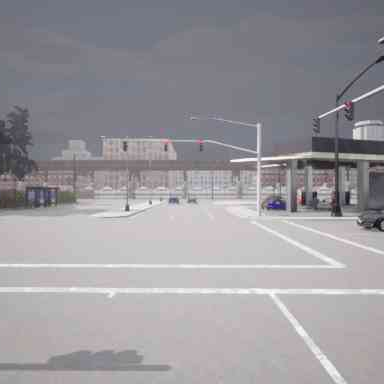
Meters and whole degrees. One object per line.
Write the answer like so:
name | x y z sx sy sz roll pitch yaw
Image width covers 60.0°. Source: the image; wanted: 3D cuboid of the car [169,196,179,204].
car | -3.490 1.478 64.424 1.882 1.535 5.008 0 0 0

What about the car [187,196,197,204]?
car | 0.010 1.547 64.423 2.033 1.411 5.357 0 0 0

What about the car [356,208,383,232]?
car | 12.294 1.505 19.583 4.892 1.490 1.837 0 0 -1

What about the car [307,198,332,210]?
car | 15.461 1.456 40.508 1.970 1.475 3.806 0 0 0

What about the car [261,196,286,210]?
car | 9.716 1.295 39.746 2.242 1.667 4.611 0 0 0
